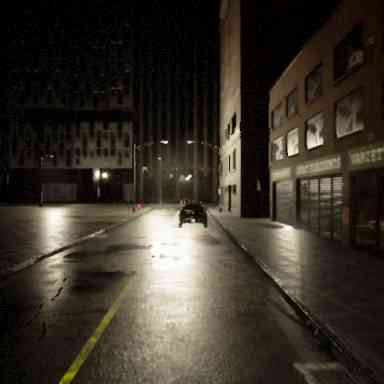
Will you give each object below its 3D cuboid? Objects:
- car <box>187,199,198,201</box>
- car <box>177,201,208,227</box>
[{"bbox_3d":[0.076,1.575,38.837,1.882,1.535,5.008,0,0,1],"label":"car"},{"bbox_3d":[0.069,1.559,22.898,1.837,1.490,4.892,0,-1,0],"label":"car"}]
